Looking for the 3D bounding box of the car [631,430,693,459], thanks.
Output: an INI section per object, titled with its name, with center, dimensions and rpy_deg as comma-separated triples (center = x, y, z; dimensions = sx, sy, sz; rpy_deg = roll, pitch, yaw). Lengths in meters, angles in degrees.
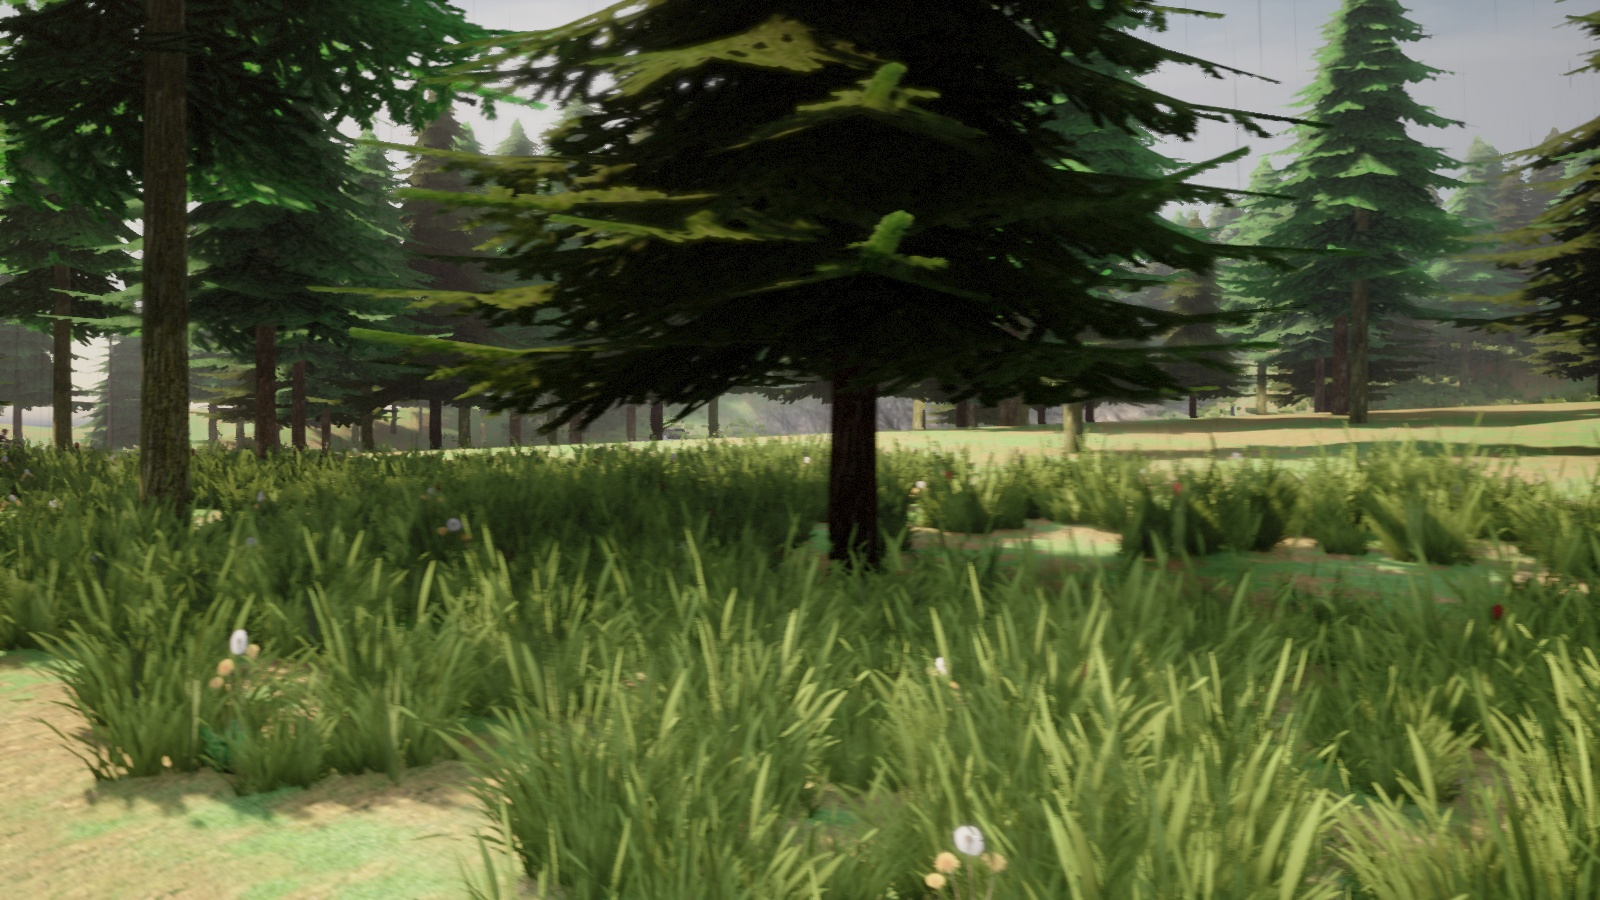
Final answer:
[car]
center = -9.111, -0.386, 83.174
dimensions = 1.905, 1.878, 3.866
rpy_deg = 0, 1, 37
